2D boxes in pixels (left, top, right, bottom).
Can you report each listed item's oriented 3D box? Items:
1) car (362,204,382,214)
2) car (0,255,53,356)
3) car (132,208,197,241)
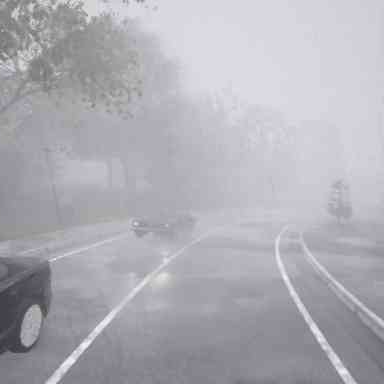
[{"bbox_3d":[27.942,2.567,51.361,4.181,1.385,1.994,3,3,-43],"label":"car"},{"bbox_3d":[-3.249,1.429,3.274,1.882,1.535,5.008,1,0,3],"label":"car"},{"bbox_3d":[-1.197,1.489,16.450,1.895,1.301,4.718,2,1,15],"label":"car"}]
